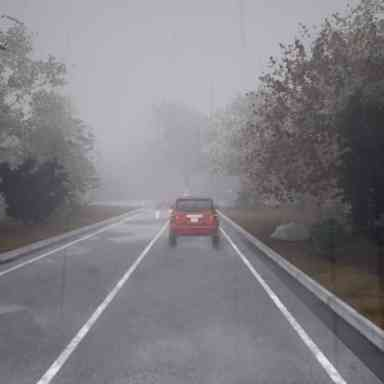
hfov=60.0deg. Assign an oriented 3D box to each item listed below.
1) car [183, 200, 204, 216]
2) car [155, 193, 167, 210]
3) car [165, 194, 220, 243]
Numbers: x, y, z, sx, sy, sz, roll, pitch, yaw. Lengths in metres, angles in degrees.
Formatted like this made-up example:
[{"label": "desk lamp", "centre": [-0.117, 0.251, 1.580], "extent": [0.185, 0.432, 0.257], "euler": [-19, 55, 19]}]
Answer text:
[{"label": "car", "centre": [0.098, 1.559, 33.739], "extent": [1.994, 1.385, 4.181], "euler": [0, 0, 0]}, {"label": "car", "centre": [-3.509, 1.217, 44.008], "extent": [2.150, 2.045, 5.566], "euler": [0, 0, 0]}, {"label": "car", "centre": [0.099, 1.219, 16.097], "extent": [2.150, 2.045, 5.566], "euler": [0, 0, 0]}]
